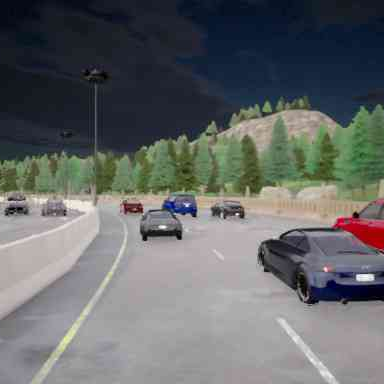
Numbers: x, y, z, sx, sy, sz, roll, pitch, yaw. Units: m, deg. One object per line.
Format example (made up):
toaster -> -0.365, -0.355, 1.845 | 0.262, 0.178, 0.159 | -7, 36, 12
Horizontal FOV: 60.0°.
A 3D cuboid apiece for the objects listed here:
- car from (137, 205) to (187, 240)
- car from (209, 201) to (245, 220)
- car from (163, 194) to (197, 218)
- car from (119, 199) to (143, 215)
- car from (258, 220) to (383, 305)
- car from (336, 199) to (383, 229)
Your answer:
car -> -1.690, 1.571, 17.203 | 1.994, 1.385, 4.181 | 0, 0, -10
car -> 2.927, 1.495, 28.331 | 1.837, 1.490, 4.892 | 0, 0, -15
car -> -1.192, 1.228, 30.090 | 2.150, 2.045, 5.566 | 0, 0, -17
car -> -6.334, 1.504, 34.299 | 1.882, 1.535, 5.008 | 0, 0, -20
car -> 3.031, 1.553, 8.146 | 1.994, 1.385, 4.181 | 0, 0, -5
car -> 6.420, 1.197, 9.998 | 2.150, 2.045, 5.566 | 0, 0, -6
